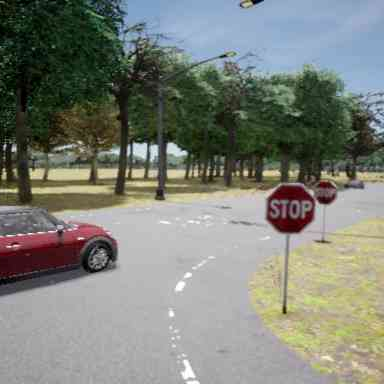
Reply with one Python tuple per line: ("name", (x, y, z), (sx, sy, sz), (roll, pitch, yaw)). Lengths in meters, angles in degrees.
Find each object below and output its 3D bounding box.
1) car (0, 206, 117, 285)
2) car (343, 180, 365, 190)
("car", (-4.023, 1.120, 7.885), (2.097, 1.767, 4.553), (3, 4, 41))
("car", (25.108, -1.173, 51.346), (2.033, 1.411, 5.357), (4, 6, 41))
